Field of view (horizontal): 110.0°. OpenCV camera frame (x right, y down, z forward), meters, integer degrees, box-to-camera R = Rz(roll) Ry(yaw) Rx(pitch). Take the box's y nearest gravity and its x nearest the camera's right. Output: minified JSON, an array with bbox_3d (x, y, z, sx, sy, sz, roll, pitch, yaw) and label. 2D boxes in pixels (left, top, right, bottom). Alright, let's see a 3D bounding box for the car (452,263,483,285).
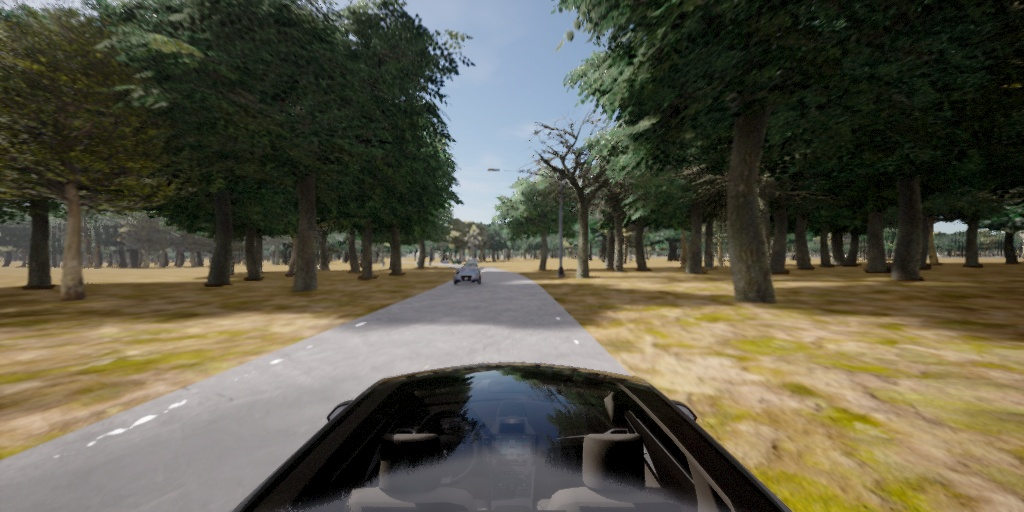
[{"bbox_3d":[-3.281,1.428,27.287,1.994,1.385,4.181,0,0,-2],"label":"car"}]
